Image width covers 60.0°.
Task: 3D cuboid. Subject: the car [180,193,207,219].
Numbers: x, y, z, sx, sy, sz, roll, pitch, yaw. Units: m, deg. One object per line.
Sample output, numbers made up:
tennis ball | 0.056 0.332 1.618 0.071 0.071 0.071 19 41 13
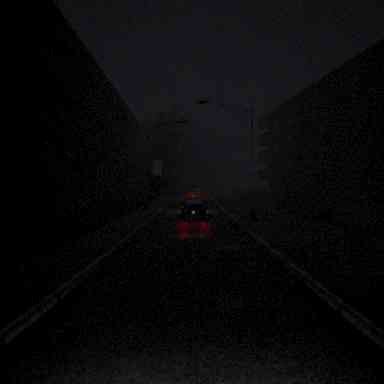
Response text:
car | 0.103 1.119 24.900 1.812 1.442 4.674 0 2 0

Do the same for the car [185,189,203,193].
car | 0.104 0.297 42.797 1.882 1.535 5.008 0 3 0
